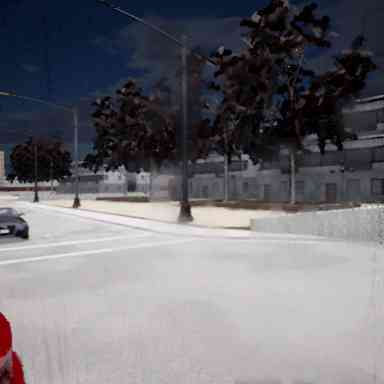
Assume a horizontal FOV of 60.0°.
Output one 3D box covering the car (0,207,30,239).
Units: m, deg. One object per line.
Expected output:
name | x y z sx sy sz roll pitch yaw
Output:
car | -8.775 1.415 15.191 1.994 1.385 4.181 -1 1 -35

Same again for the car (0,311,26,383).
car | -3.537 1.483 1.470 5.008 1.535 1.882 0 0 -36
